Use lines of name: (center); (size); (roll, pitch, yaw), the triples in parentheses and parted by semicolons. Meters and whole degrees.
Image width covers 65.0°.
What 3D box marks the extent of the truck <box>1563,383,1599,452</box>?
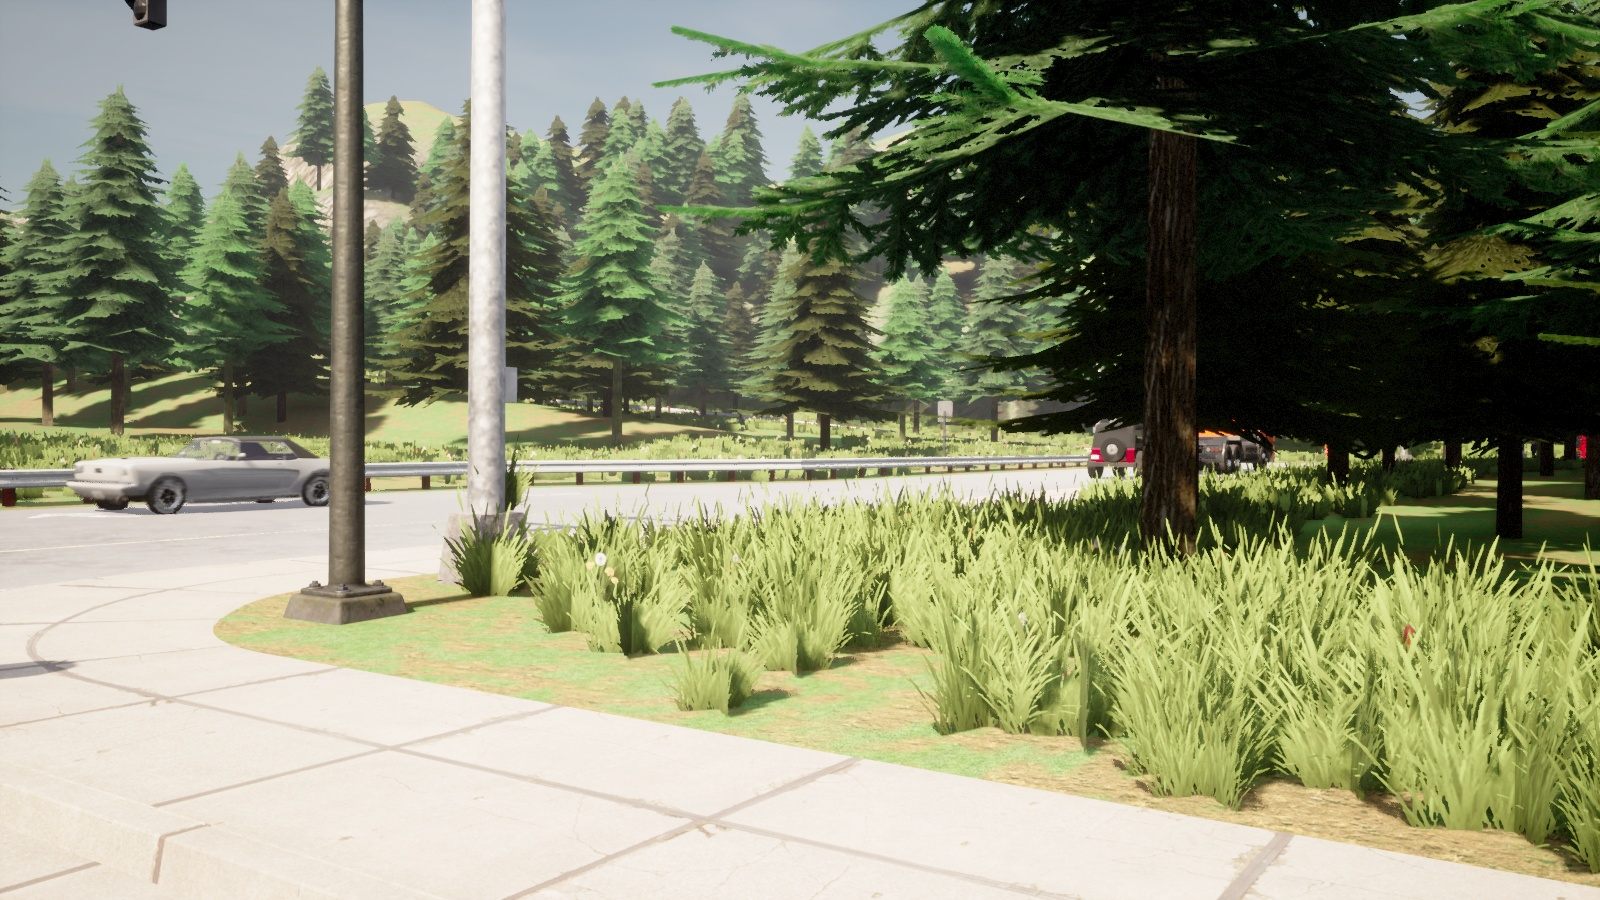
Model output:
truck: (48.140, -1.861, 70.712); (8.468, 3.827, 2.891); (0, 1, 19)

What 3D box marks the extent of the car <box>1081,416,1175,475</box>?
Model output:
car: (11.144, -0.181, 42.538); (1.905, 1.878, 3.866); (0, 1, 34)

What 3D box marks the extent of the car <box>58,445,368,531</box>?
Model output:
car: (-10.308, 0.592, 22.431); (1.895, 1.301, 4.718); (0, 1, 33)

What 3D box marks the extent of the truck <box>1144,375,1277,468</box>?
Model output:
truck: (16.632, -1.117, 50.478); (2.891, 3.462, 7.936); (0, 1, 35)
